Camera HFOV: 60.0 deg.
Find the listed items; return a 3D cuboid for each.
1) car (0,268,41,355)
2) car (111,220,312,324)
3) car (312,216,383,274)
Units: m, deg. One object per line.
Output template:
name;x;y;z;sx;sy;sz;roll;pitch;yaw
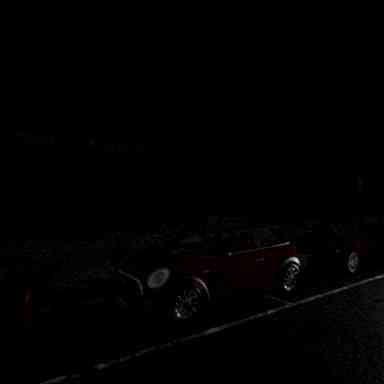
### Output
car;-4.196;1.556;3.763;4.507;1.381;1.887;-1;1;-35
car;0.383;1.404;7.027;4.097;1.590;1.967;-1;1;-35
car;4.962;1.462;10.295;4.507;1.381;1.887;-1;1;-35
